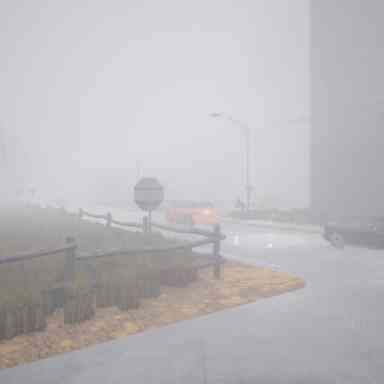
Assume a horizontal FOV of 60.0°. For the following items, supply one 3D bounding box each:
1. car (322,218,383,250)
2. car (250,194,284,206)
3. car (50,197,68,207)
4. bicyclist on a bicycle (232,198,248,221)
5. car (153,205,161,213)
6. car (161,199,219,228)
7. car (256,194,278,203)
[{"bbox_3d":[7.401,1.602,12.475,1.895,1.301,4.718,0,0,-36],"label":"car"},{"bbox_3d":[10.273,1.481,47.086,5.008,1.535,1.882,0,0,-36],"label":"car"},{"bbox_3d":[-20.785,1.479,51.904,1.882,1.535,5.008,0,0,-34],"label":"car"},{"bbox_3d":[3.524,1.302,24.396,1.656,1.620,0.582,0,0,-36],"label":"bicyclist on a bicycle"},{"bbox_3d":[-2.517,1.528,37.859,4.674,1.442,1.812,0,0,-33],"label":"car"},{"bbox_3d":[-0.095,1.353,22.754,2.097,1.767,4.553,0,0,-28],"label":"car"},{"bbox_3d":[16.441,1.315,73.135,1.932,1.855,4.605,0,0,-36],"label":"car"}]
